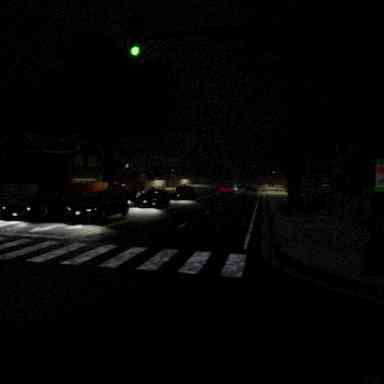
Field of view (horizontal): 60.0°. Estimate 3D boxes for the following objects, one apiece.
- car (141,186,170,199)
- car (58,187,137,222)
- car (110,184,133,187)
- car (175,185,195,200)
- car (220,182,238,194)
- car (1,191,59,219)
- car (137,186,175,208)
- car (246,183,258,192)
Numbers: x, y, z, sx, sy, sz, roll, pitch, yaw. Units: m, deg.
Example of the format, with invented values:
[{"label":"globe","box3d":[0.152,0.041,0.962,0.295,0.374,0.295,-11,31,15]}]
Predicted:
[{"label":"car","box3d":[-4.100,0.003,38.025,1.895,1.301,4.718,2,3,12]},{"label":"car","box3d":[-5.013,0.699,18.437,1.837,1.490,4.892,2,2,12]},{"label":"car","box3d":[-6.222,0.146,28.205,2.097,1.767,4.553,2,2,12]},{"label":"car","box3d":[-0.931,0.012,37.289,1.837,1.490,4.892,2,3,12]},{"label":"car","box3d":[5.383,-0.408,50.246,1.895,1.301,4.718,2,3,12]},{"label":"car","box3d":[-8.208,0.641,19.044,2.033,1.411,5.357,2,2,12]},{"label":"car","box3d":[-3.135,0.474,27.131,1.994,1.385,4.181,2,2,12]},{"label":"car","box3d":[10.529,-0.849,58.635,1.882,1.535,5.008,2,3,12]}]
